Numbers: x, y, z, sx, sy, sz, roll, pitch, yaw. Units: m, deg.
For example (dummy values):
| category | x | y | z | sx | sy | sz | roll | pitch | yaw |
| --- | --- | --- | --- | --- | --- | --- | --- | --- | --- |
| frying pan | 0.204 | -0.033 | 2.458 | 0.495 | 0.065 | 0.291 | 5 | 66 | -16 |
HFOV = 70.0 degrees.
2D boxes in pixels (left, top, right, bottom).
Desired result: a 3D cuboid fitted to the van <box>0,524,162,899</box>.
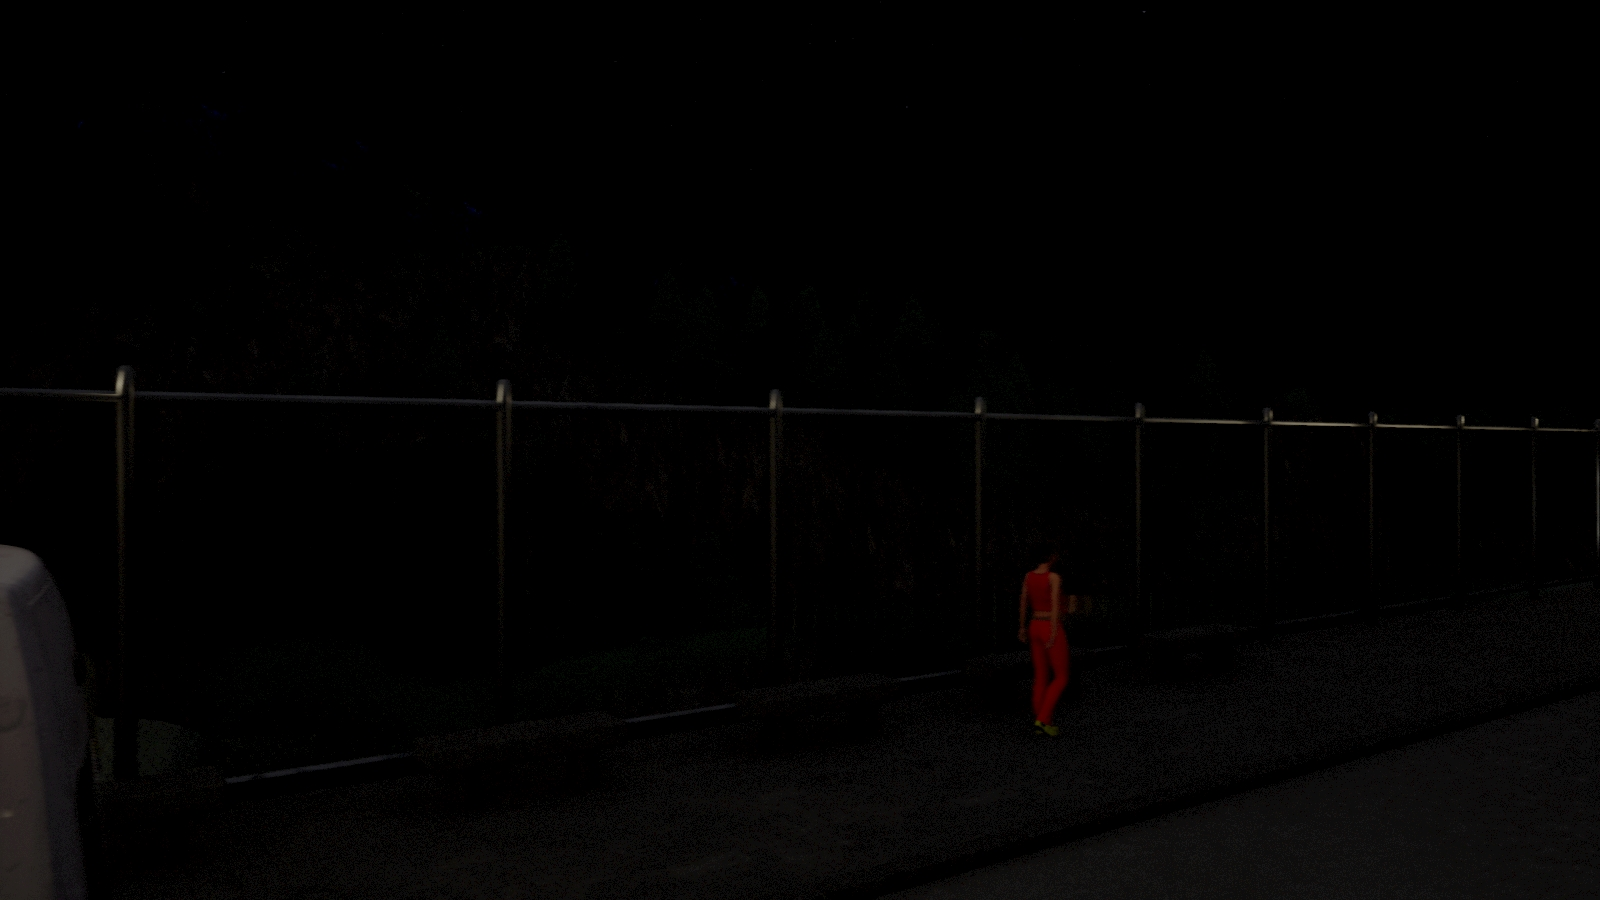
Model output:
| category | x | y | z | sx | sy | sz | roll | pitch | yaw |
| --- | --- | --- | --- | --- | --- | --- | --- | --- | --- |
| van | -4.269 | 1.534 | 1.402 | 5.915 | 2.561 | 1.988 | 0 | 0 | -35 |

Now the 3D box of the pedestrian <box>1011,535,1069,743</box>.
| category | x | y | z | sx | sy | sz | roll | pitch | yaw |
| --- | --- | --- | --- | --- | --- | --- | --- | --- | --- |
| pedestrian | 2.249 | 1.744 | 10.697 | 0.375 | 1.860 | 0.375 | 0 | 0 | -35 |

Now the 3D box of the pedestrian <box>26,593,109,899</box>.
| category | x | y | z | sx | sy | sz | roll | pitch | yaw |
| --- | --- | --- | --- | --- | --- | --- | --- | --- | --- |
| pedestrian | -4.030 | 1.746 | 6.282 | 0.375 | 1.860 | 0.375 | 0 | 0 | -34 |
